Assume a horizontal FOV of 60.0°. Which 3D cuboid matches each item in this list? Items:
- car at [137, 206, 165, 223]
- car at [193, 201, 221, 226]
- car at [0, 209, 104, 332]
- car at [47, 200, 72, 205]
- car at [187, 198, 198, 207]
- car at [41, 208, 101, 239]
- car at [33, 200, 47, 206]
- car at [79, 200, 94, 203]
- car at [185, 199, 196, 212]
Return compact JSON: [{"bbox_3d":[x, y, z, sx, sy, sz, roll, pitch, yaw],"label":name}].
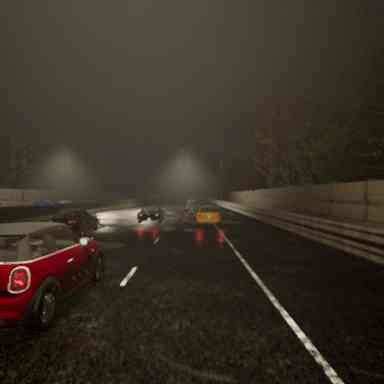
[{"bbox_3d":[-3.394,1.893,28.498,1.895,1.301,4.718,0,-1,0],"label":"car"},{"bbox_3d":[1.228,1.719,25.863,1.801,1.575,5.366,0,-1,0],"label":"car"},{"bbox_3d":[-3.401,1.421,7.109,2.097,1.767,4.553,0,-1,0],"label":"car"},{"bbox_3d":[-21.056,2.066,54.025,2.128,1.511,4.902,0,-1,0],"label":"car"},{"bbox_3d":[0.007,2.067,65.813,2.097,1.767,4.553,0,-1,0],"label":"car"},{"bbox_3d":[-6.898,1.720,19.545,1.812,1.442,4.674,0,-1,0],"label":"car"},{"bbox_3d":[-24.533,2.064,55.065,1.882,1.535,5.008,0,0,1],"label":"car"},{"bbox_3d":[-17.545,2.094,55.460,1.837,1.490,4.892,0,0,0],"label":"car"},{"bbox_3d":[0.018,2.009,45.778,1.812,1.442,4.674,0,0,0],"label":"car"}]
